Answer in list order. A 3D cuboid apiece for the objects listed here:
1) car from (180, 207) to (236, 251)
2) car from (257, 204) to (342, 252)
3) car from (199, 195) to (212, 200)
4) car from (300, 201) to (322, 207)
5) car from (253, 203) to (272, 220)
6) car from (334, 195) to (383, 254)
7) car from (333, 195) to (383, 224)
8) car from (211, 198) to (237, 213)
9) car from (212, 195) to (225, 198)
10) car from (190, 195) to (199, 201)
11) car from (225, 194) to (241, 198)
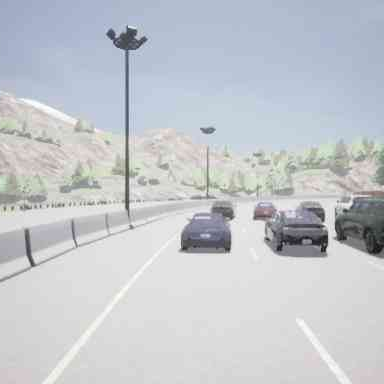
[{"bbox_3d":[0.679,1.570,14.137,1.994,1.385,4.181,0,0,5],"label":"car"},{"bbox_3d":[4.163,1.492,13.810,2.128,1.511,4.902,0,0,5],"label":"car"},{"bbox_3d":[4.228,1.427,83.425,1.837,1.490,4.892,0,0,29],"label":"car"},{"bbox_3d":[9.586,1.514,27.195,1.837,1.490,4.892,0,0,11],"label":"car"},{"bbox_3d":[6.148,1.570,27.846,1.994,1.385,4.181,0,0,11],"label":"car"},{"bbox_3d":[7.651,1.255,13.513,2.150,2.045,5.566,0,0,5],"label":"car"},{"bbox_3d":[13.031,1.255,26.573,2.150,2.045,5.566,0,0,11],"label":"car"},{"bbox_3d":[2.709,1.514,28.498,1.837,1.490,4.892,0,0,11],"label":"car"},{"bbox_3d":[7.258,1.455,81.673,1.812,1.442,4.674,0,0,29],"label":"car"},{"bbox_3d":[1.199,1.423,85.178,1.837,1.490,4.892,0,0,29],"label":"car"},{"bbox_3d":[10.302,1.290,79.946,2.097,1.767,4.553,0,0,29],"label":"car"}]
